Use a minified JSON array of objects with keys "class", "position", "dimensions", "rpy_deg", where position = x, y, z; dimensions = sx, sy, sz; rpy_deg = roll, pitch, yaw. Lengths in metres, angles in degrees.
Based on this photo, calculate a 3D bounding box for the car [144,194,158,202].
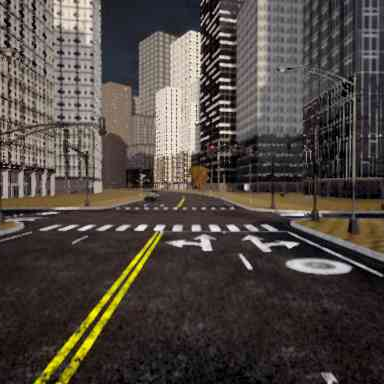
[{"class":"car","position":[-6.491,0.924,52.666],"dimensions":[1.895,1.301,4.718],"rpy_deg":[0,1,0]}]
